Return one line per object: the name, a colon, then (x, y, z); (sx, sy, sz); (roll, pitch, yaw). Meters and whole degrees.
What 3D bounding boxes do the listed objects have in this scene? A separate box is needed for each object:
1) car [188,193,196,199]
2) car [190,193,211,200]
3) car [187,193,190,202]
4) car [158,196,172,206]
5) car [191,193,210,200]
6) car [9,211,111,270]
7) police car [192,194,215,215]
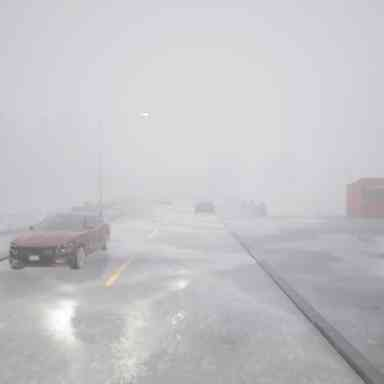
car: (0.002, 1.029, 83.113); (1.837, 1.490, 4.892); (0, 0, 0)
car: (1.146, 1.115, 48.394); (2.097, 1.767, 4.553); (-3, 0, 0)
car: (0.002, 1.164, 68.099); (2.128, 1.511, 4.902); (0, 0, 0)
car: (-4.052, 1.334, 50.077); (1.812, 1.442, 4.674); (0, 0, 1)
car: (1.199, 1.315, 42.424); (1.882, 1.535, 5.008); (0, 0, 0)
car: (-4.101, 1.435, 11.117); (1.882, 1.535, 5.008); (0, 0, 0)
police car: (1.199, 1.301, 32.534); (1.930, 1.638, 5.238); (0, 0, 0)
